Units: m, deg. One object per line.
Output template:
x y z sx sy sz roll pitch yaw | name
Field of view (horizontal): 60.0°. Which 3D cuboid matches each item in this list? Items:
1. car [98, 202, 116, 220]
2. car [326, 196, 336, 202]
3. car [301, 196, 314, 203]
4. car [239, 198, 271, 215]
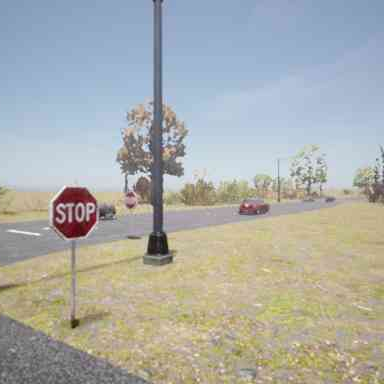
-8.333 1.568 26.686 2.128 1.511 4.902 0 0 35 | car
34.531 1.742 82.455 1.837 1.490 4.892 0 0 31 | car
27.224 1.750 78.298 2.128 1.511 4.902 0 0 35 | car
6.959 1.484 36.522 2.097 1.767 4.553 0 0 35 | car
